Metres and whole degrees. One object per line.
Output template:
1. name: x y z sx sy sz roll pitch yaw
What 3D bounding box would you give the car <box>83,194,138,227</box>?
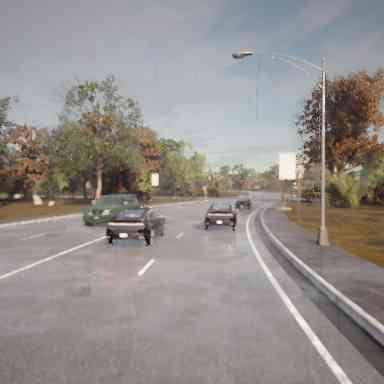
1. car: -5.190 1.171 22.305 2.150 2.045 5.566 0 0 9

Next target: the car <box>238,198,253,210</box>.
1. car: 6.578 1.472 41.997 1.837 1.490 4.892 0 0 15

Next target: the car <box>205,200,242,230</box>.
1. car: 1.906 1.470 20.940 2.128 1.511 4.902 0 0 9

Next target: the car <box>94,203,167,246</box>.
1. car: -2.395 1.463 15.274 2.128 1.511 4.902 0 0 6
